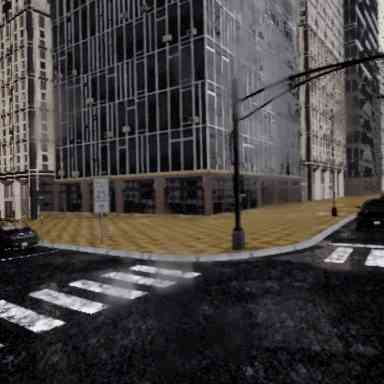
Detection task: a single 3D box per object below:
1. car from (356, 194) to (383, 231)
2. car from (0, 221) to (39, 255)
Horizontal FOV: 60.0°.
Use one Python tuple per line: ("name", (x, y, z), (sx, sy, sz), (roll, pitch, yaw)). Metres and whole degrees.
("car", (9.704, 1.073, 17.145), (1.882, 1.535, 5.008), (-1, 1, 33))
("car", (-8.538, 1.964, 14.886), (4.403, 1.369, 2.008), (-2, 0, 38))
